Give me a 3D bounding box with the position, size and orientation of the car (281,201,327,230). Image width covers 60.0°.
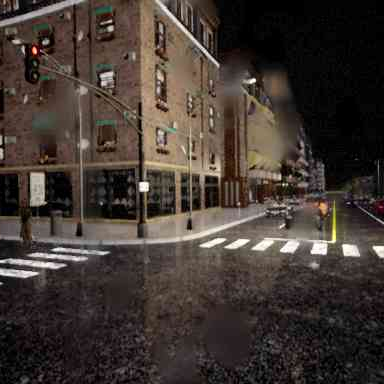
[{"bbox_3d":[6.870,1.456,20.148,1.994,1.385,4.181,0,0,23],"label":"car"}]

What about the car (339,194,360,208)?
[{"bbox_3d":[19.871,1.322,42.372,1.994,1.385,4.181,0,0,23],"label":"car"}]

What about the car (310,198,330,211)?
[{"bbox_3d":[14.757,1.369,38.308,1.994,1.385,4.181,0,0,23],"label":"car"}]

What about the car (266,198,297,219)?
[{"bbox_3d":[7.262,1.431,27.660,2.008,1.369,4.403,-1,0,23],"label":"car"}]

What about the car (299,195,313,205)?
[{"bbox_3d":[18.413,1.288,53.685,1.752,1.417,4.829,-1,0,23],"label":"car"}]

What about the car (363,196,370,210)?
[{"bbox_3d":[19.457,1.319,34.843,2.008,1.369,4.403,-1,0,23],"label":"car"}]

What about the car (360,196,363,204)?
[{"bbox_3d":[26.188,1.250,50.551,2.008,1.369,4.403,-1,0,23],"label":"car"}]

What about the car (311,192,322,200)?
[{"bbox_3d":[31.937,0.961,85.257,2.192,1.841,5.009,-1,0,23],"label":"car"}]

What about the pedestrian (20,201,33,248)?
[{"bbox_3d":[-6.524,1.259,13.053,0.375,1.860,0.375,0,0,23],"label":"pedestrian"}]

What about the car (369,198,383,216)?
[{"bbox_3d":[17.213,1.374,29.607,1.802,1.307,4.206,-1,0,23],"label":"car"}]

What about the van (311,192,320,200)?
[{"bbox_3d":[29.695,1.004,80.022,1.690,1.788,3.998,-1,0,23],"label":"van"}]

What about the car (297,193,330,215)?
[{"bbox_3d":[10.746,1.200,29.148,2.097,1.767,4.553,0,0,23],"label":"car"}]

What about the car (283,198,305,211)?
[{"bbox_3d":[11.749,1.382,38.133,2.008,1.369,4.403,-1,0,23],"label":"car"}]
